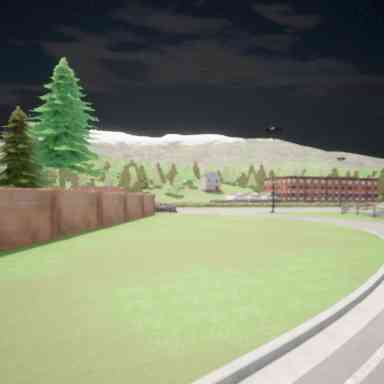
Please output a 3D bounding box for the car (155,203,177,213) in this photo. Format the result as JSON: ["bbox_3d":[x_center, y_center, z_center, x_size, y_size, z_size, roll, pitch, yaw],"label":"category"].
[{"bbox_3d":[-4.280,2.318,47.549,4.181,1.385,1.994,0,-1,7],"label":"car"}]
